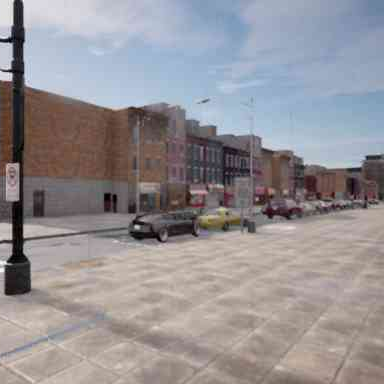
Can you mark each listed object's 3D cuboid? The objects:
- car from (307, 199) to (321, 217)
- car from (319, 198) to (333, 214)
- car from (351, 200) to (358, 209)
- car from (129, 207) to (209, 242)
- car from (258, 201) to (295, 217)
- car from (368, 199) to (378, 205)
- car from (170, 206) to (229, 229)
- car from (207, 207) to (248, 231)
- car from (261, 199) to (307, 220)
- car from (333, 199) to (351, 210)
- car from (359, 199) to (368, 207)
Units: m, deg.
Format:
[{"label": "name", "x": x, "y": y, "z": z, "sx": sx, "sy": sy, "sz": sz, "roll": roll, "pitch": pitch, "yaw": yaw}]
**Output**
[{"label": "car", "x": 11.818, "y": 1.782, "z": 35.190, "sx": 1.752, "sy": 1.417, "sz": 4.829, "roll": 0, "pitch": -1, "yaw": 35}, {"label": "car", "x": 14.967, "y": 1.745, "z": 39.643, "sx": 1.967, "sy": 1.590, "sz": 4.097, "roll": 0, "pitch": -1, "yaw": 35}, {"label": "car", "x": 24.707, "y": 2.018, "z": 53.411, "sx": 2.008, "sy": 1.369, "sz": 4.403, "roll": -1, "pitch": -1, "yaw": 35}, {"label": "car", "x": -1.267, "y": 1.642, "z": 16.691, "sx": 1.947, "sy": 1.339, "sz": 4.313, "roll": 0, "pitch": -1, "yaw": 35}, {"label": "car", "x": 9.254, "y": 1.789, "z": 36.122, "sx": 2.033, "sy": 1.411, "sz": 5.357, "roll": 0, "pitch": 0, "yaw": 35}, {"label": "car", "x": 44.185, "y": 2.424, "z": 80.948, "sx": 1.947, "sy": 1.339, "sz": 4.313, "roll": -1, "pitch": -1, "yaw": 35}, {"label": "car", "x": 0.652, "y": 1.723, "z": 23.963, "sx": 1.895, "sy": 1.301, "sz": 4.718, "roll": 0, "pitch": 0, "yaw": 35}, {"label": "car", "x": 2.078, "y": 1.646, "z": 21.421, "sx": 1.752, "sy": 1.417, "sz": 4.829, "roll": 0, "pitch": -1, "yaw": 35}, {"label": "car", "x": 8.474, "y": 1.524, "z": 30.465, "sx": 2.192, "sy": 1.841, "sz": 5.009, "roll": 0, "pitch": -1, "yaw": 35}, {"label": "car", "x": 21.461, "y": 1.851, "z": 48.823, "sx": 1.967, "sy": 1.590, "sz": 4.097, "roll": -1, "pitch": -1, "yaw": 35}, {"label": "car", "x": 31.200, "y": 2.137, "z": 62.591, "sx": 2.008, "sy": 1.369, "sz": 4.403, "roll": -1, "pitch": -1, "yaw": 35}]
